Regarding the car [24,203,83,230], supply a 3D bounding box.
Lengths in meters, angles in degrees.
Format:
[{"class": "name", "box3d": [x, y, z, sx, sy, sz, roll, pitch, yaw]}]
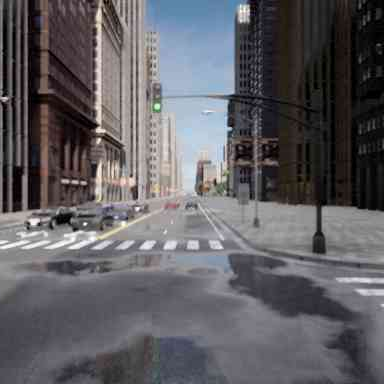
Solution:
[{"class": "car", "box3d": [-9.808, 1.754, 23.343, 2.128, 1.511, 4.902, 0, -1, 3]}]

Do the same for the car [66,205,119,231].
[{"class": "car", "box3d": [-6.601, 1.815, 22.582, 1.994, 1.385, 4.181, 0, -1, 0]}]

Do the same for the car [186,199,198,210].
[{"class": "car", "box3d": [-0.038, 2.044, 52.130, 1.837, 1.490, 4.892, 0, -1, 0]}]

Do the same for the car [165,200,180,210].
[{"class": "car", "box3d": [-3.289, 2.072, 52.510, 1.812, 1.442, 4.674, 0, -1, 0]}]

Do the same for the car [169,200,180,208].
[{"class": "car", "box3d": [-3.295, 2.243, 62.575, 1.895, 1.301, 4.718, 0, -1, 0]}]

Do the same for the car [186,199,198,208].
[{"class": "car", "box3d": [-0.045, 2.130, 62.548, 2.128, 1.511, 4.902, 0, -1, 0]}]

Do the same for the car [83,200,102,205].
[{"class": "car", "box3d": [-9.868, 1.706, 32.219, 2.097, 1.767, 4.553, 0, -1, 0]}]

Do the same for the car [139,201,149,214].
[{"class": "car", "box3d": [-6.619, 1.946, 42.666, 2.128, 1.511, 4.902, 0, -1, 0]}]

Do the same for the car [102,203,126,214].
[{"class": "car", "box3d": [-9.876, 2.058, 42.653, 1.895, 1.301, 4.718, 0, -1, 1]}]

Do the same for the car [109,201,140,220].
[{"class": "car", "box3d": [-6.614, 1.893, 31.823, 2.033, 1.411, 5.357, 0, -1, 0]}]
